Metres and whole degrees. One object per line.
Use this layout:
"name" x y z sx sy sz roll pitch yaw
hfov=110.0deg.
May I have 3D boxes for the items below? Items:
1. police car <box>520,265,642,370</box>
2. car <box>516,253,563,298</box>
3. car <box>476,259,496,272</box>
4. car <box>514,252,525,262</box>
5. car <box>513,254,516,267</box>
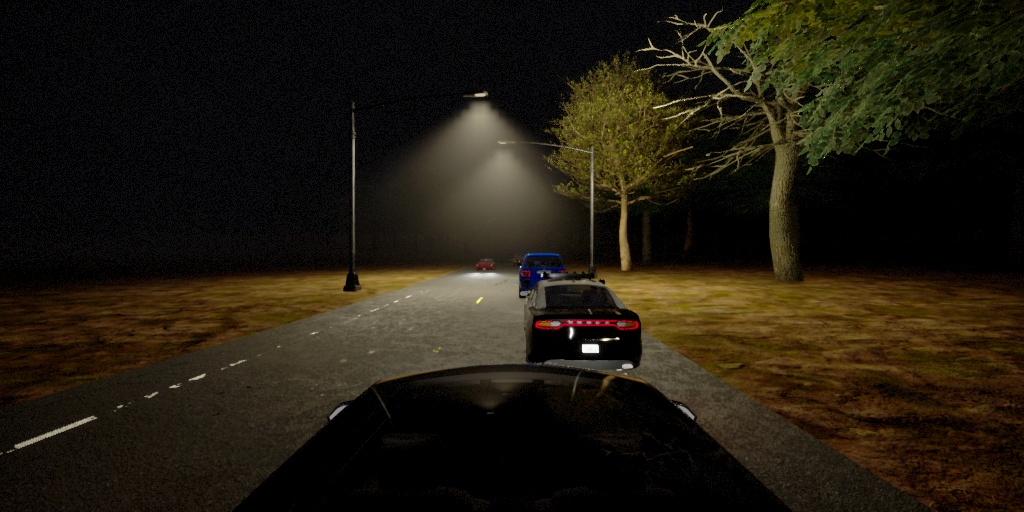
"police car" 1.215 1.159 7.887 1.930 1.638 5.238 0 0 1
"car" 1.425 0.889 17.800 2.150 2.045 5.566 0 1 1
"car" -2.786 1.000 38.713 1.895 1.301 4.718 0 1 1
"car" 1.315 0.188 62.302 1.837 1.490 4.892 0 2 1
"car" 1.069 0.677 49.636 2.033 1.411 5.357 0 2 2
